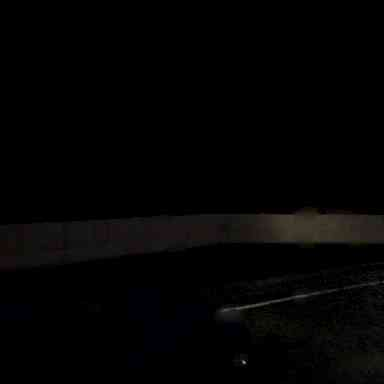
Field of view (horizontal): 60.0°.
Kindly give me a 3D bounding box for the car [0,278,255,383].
[{"bbox_3d":[-1.696,1.458,2.525,5.008,1.535,1.882,1,0,-35],"label":"car"}]
